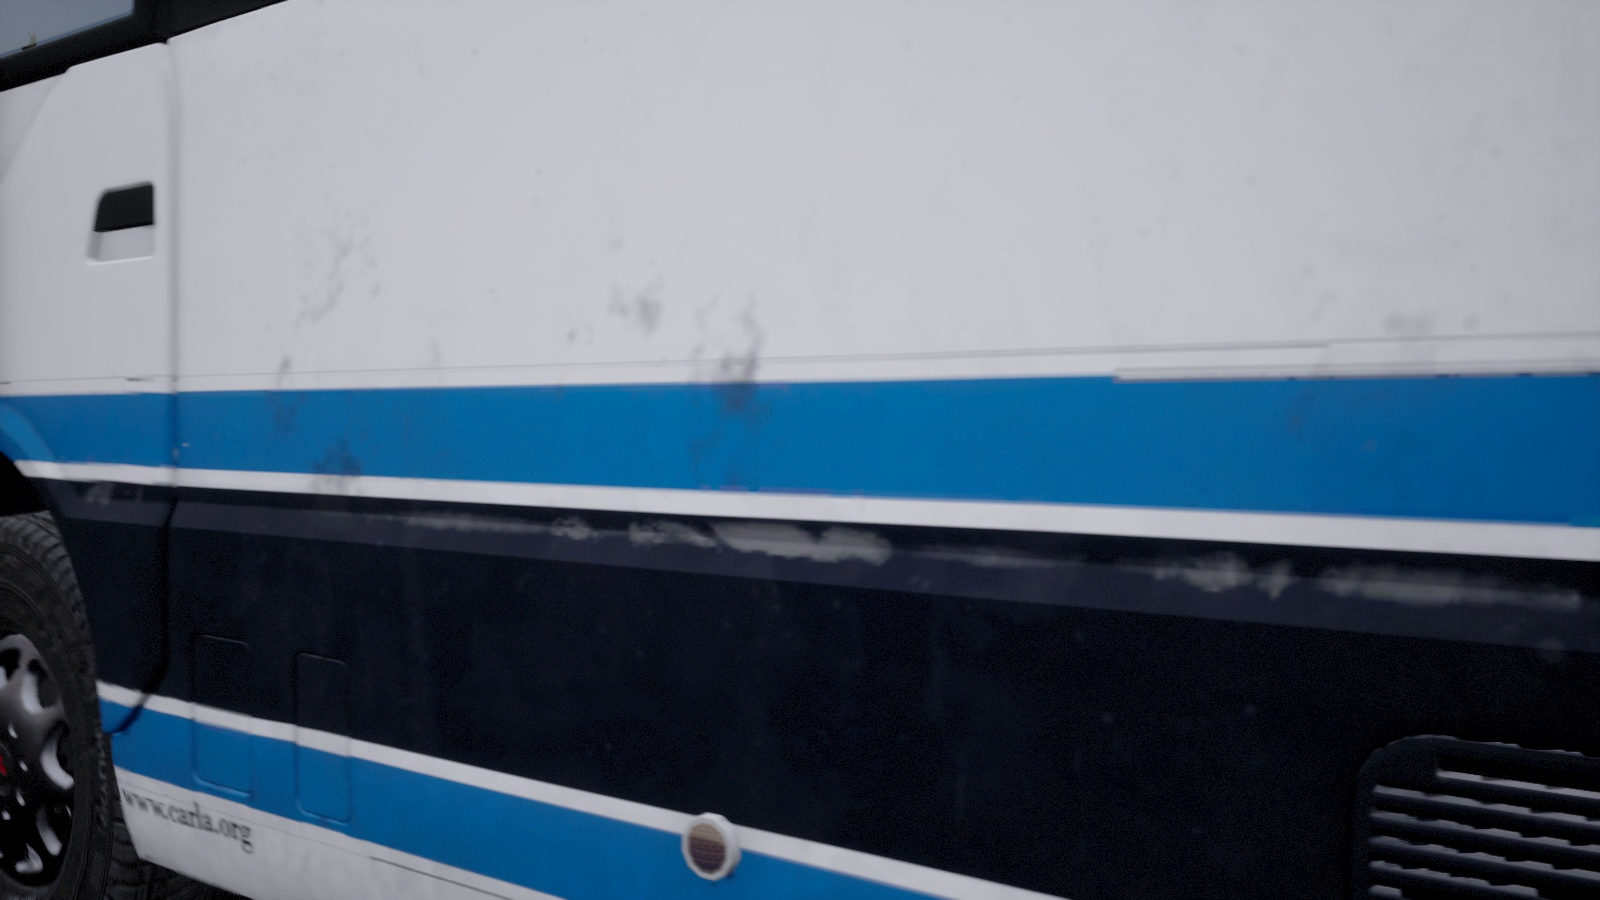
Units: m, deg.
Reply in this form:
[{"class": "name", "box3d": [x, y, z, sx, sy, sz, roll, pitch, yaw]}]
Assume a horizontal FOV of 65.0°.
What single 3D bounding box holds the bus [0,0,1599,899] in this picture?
[{"class": "bus", "box3d": [1.222, -0.694, 2.785, 10.273, 4.253, 3.944, 0, 1, 34]}]
